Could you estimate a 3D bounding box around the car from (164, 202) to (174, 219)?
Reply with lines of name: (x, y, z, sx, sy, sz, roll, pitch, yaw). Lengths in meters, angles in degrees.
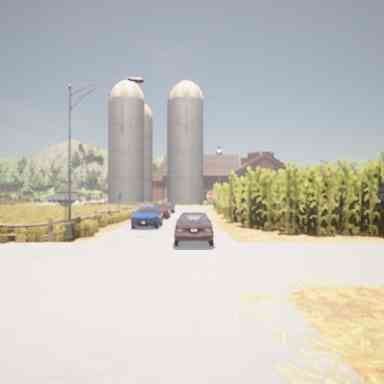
car: (-3.212, 1.904, 33.914, 1.882, 1.535, 5.008, 0, -1, 0)

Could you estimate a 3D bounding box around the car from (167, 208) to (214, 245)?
car: (0.085, 1.717, 16.442, 2.033, 1.411, 5.357, 0, -1, 0)

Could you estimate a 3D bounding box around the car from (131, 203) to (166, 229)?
car: (-3.209, 1.783, 24.343, 1.882, 1.535, 5.008, 0, -1, 0)
